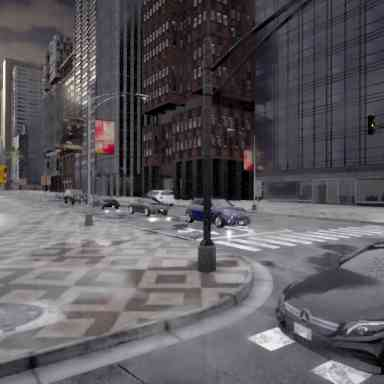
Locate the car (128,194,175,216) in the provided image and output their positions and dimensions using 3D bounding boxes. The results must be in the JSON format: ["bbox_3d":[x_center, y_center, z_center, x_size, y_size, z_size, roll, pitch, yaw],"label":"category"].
[{"bbox_3d":[-3.760,1.182,28.222,1.837,1.490,4.892,0,1,-35],"label":"car"}]

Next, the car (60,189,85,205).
[{"bbox_3d":[-15.840,0.635,45.419,2.150,2.045,5.566,0,1,-35],"label":"car"}]

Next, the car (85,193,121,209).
[{"bbox_3d":[-9.703,1.095,36.655,2.033,1.411,5.357,0,1,-35],"label":"car"}]

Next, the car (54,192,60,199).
[{"bbox_3d":[-25.502,0.700,65.012,2.033,1.411,5.357,0,1,-35],"label":"car"}]

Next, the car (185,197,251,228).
[{"bbox_3d":[1.531,1.147,20.724,2.097,1.767,4.553,0,1,-35],"label":"car"}]

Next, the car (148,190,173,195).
[{"bbox_3d":[-4.250,0.795,40.529,2.150,2.045,5.566,0,1,-35],"label":"car"}]

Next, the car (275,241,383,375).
[{"bbox_3d":[3.516,1.522,5.253,4.674,1.442,1.812,0,0,-25],"label":"car"}]
